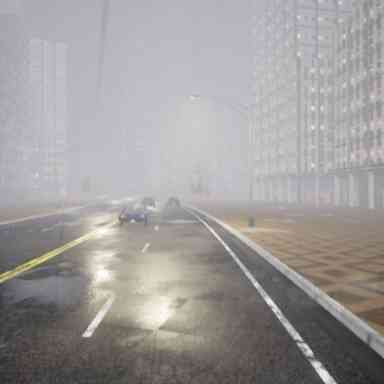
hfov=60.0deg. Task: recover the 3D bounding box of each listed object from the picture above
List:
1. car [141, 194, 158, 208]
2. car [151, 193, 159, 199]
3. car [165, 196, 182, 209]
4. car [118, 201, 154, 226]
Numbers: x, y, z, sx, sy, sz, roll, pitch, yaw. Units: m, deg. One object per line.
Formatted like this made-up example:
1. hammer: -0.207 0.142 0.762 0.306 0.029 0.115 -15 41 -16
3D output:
1. car: -6.223 1.405 47.225 1.882 1.535 5.008 0 0 -7
2. car: -9.553 0.993 83.725 2.128 1.511 4.902 0 0 -14
3. car: -2.454 1.253 42.688 1.812 1.442 4.674 0 0 -6
4. car: -3.903 1.570 23.367 1.895 1.301 4.718 0 0 -4
